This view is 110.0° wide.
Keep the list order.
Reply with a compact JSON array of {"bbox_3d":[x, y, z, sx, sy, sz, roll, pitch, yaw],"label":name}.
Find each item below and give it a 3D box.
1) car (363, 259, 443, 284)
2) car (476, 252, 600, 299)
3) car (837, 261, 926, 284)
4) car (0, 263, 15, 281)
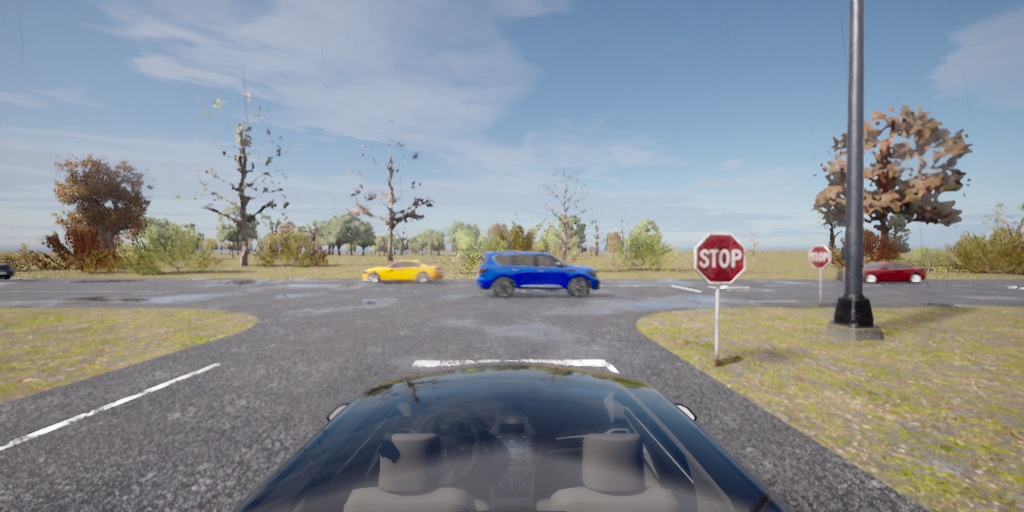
[{"bbox_3d":[-7.003,0.982,23.265,5.008,1.535,1.882,0,1,-2],"label":"car"},{"bbox_3d":[1.145,0.815,16.506,5.566,2.045,2.150,0,1,-2],"label":"car"},{"bbox_3d":[25.017,1.120,24.370,5.008,1.535,1.882,-1,1,-2],"label":"car"},{"bbox_3d":[-34.043,0.897,22.281,4.674,1.442,1.812,0,1,-2],"label":"car"}]
